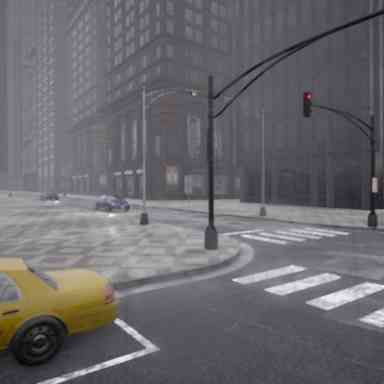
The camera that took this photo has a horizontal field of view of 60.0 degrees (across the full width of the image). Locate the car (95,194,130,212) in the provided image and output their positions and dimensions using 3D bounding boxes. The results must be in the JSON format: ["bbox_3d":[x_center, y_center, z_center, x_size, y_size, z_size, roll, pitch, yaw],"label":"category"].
[{"bbox_3d":[-7.073,0.935,29.202,1.812,1.442,4.674,-1,1,-36],"label":"car"}]

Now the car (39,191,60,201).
[{"bbox_3d":[-20.793,0.550,48.301,2.033,1.411,5.357,0,1,-36],"label":"car"}]

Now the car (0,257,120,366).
[{"bbox_3d":[-3.393,1.529,4.226,4.829,1.417,1.752,-1,0,-36],"label":"car"}]
